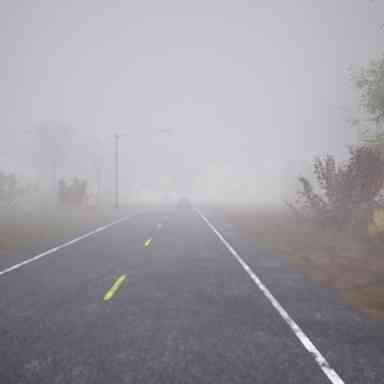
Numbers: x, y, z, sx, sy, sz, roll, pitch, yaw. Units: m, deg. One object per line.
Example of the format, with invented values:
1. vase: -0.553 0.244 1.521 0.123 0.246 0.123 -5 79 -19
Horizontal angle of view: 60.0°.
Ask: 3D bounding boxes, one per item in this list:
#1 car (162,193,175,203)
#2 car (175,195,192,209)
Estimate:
1. car: -5.405 1.410 73.248 2.097 1.767 4.553 0 0 -2
2. car: -1.027 1.546 45.978 2.128 1.511 4.902 0 0 -2
